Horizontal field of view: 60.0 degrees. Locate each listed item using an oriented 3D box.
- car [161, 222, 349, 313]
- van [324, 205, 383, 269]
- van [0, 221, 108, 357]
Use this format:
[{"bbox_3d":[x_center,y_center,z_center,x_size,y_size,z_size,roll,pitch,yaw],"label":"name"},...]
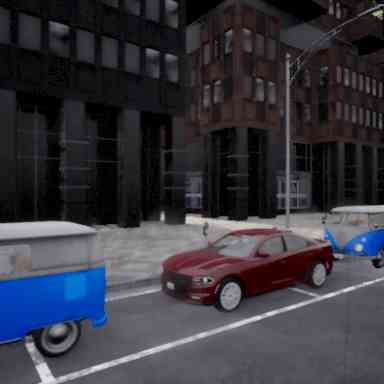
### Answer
[{"bbox_3d":[1.425,1.544,7.659,4.507,1.381,1.887,0,0,-35],"label":"car"},{"bbox_3d":[6.001,1.340,10.918,3.998,1.788,1.690,0,0,-35],"label":"van"},{"bbox_3d":[-3.151,1.341,4.400,3.998,1.788,1.690,0,0,-35],"label":"van"}]
